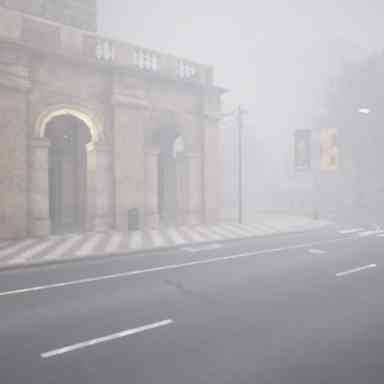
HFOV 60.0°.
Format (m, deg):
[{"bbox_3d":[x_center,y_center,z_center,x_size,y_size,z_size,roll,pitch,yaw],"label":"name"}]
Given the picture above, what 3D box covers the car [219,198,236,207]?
[{"bbox_3d":[4.270,1.459,48.423,1.895,1.301,4.718,0,0,-36],"label":"car"}]
